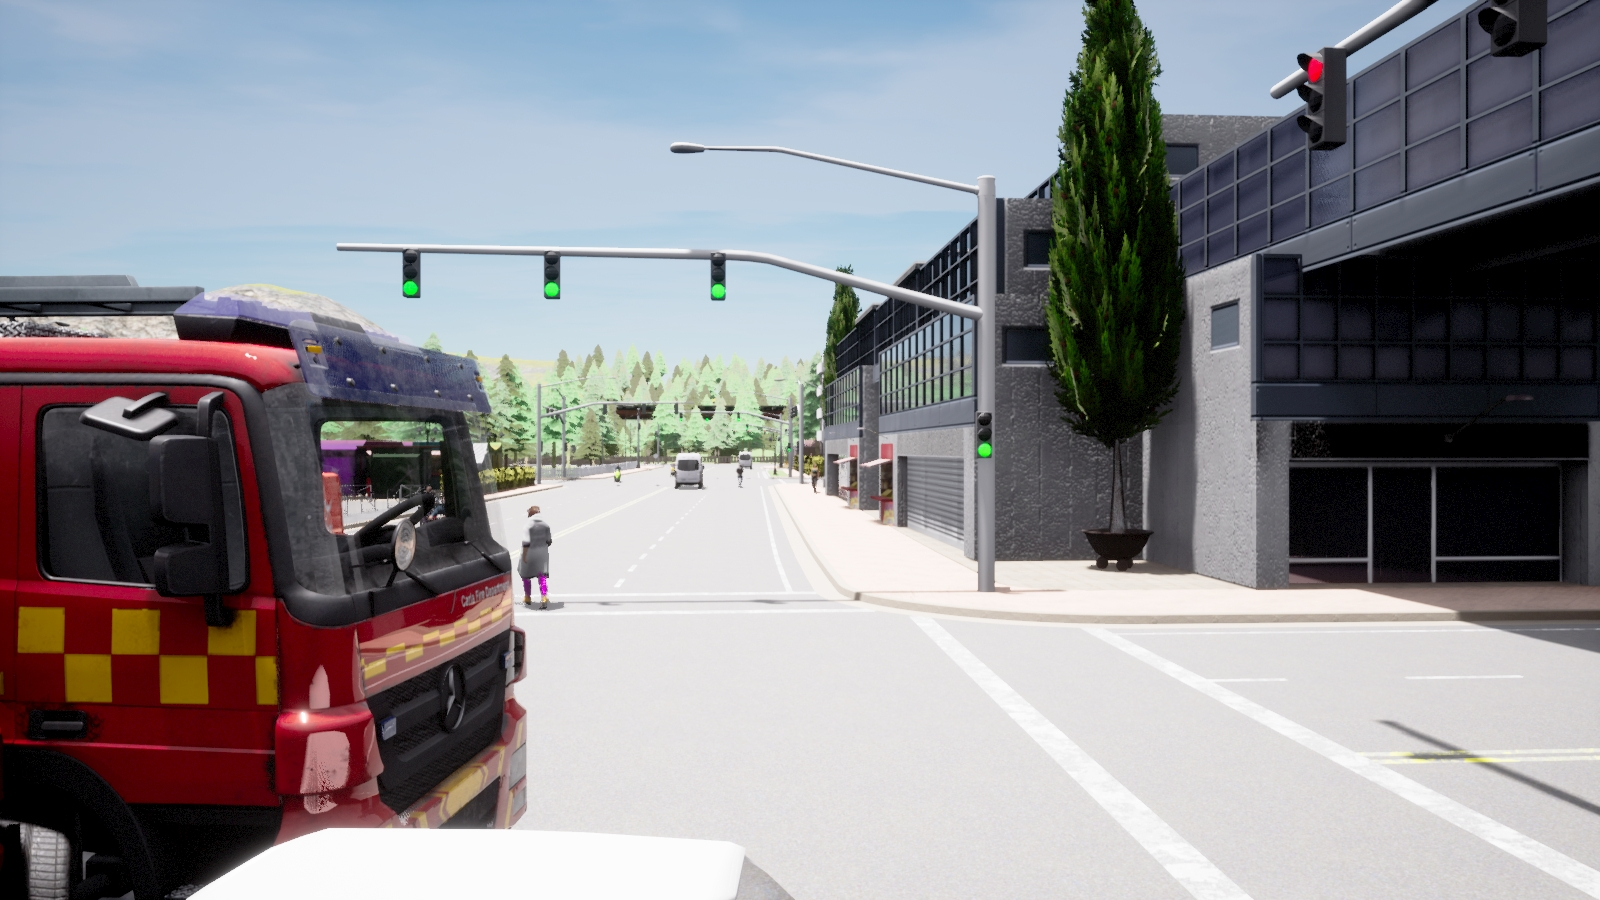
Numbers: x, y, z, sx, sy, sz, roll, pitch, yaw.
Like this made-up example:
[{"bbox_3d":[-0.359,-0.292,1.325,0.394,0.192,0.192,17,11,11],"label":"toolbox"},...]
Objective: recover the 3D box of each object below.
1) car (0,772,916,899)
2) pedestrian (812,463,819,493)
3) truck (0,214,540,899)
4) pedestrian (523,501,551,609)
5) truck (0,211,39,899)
[{"bbox_3d":[-1.549,2.065,3.579,3.806,1.475,1.970,0,0,5],"label":"car"},{"bbox_3d":[0.928,1.695,69.578,0.375,1.860,0.375,0,0,6],"label":"pedestrian"},{"bbox_3d":[-6.102,0.890,6.659,8.468,3.827,2.891,0,0,4],"label":"truck"},{"bbox_3d":[-4.667,1.848,20.282,0.375,1.860,0.375,0,0,-35],"label":"pedestrian"},{"bbox_3d":[-7.587,0.890,3.490,8.468,3.827,2.891,0,0,-3],"label":"truck"}]
